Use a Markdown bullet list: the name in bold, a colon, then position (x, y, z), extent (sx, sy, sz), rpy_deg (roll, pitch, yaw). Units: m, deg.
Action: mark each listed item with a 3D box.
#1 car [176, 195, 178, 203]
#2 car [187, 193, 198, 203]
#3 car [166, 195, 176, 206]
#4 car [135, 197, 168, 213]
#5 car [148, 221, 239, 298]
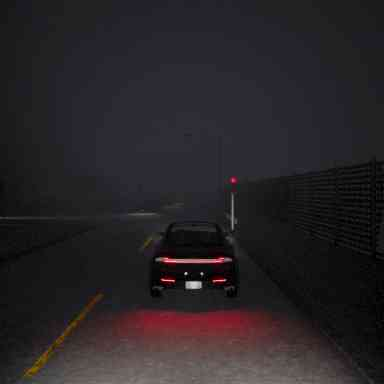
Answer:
- **car**: position (-3.946, 1.352, 69.388), extent (2.097, 1.767, 4.553), rpy_deg (0, 0, 0)
- **car**: position (0.129, 1.222, 70.409), extent (2.150, 2.045, 5.566), rpy_deg (0, 0, 0)
- **car**: position (-4.050, 1.506, 53.883), extent (1.837, 1.490, 4.892), rpy_deg (0, 0, 0)
- **car**: position (-4.654, 1.547, 37.033), extent (2.033, 1.411, 5.357), rpy_deg (0, 0, 11)
- **car**: position (0.055, 1.492, 8.524), extent (2.128, 1.511, 4.902), rpy_deg (0, 0, 1)
